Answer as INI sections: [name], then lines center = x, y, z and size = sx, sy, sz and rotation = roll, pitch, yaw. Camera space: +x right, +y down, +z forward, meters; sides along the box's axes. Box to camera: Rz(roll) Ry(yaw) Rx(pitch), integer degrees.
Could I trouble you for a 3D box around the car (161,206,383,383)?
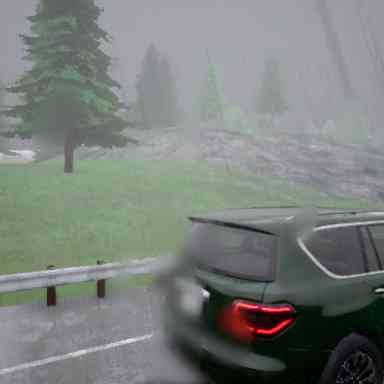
[car]
center = 2.291, 1.222, 4.736
size = 5.566, 2.045, 2.150
rotation = 0, 0, -30
